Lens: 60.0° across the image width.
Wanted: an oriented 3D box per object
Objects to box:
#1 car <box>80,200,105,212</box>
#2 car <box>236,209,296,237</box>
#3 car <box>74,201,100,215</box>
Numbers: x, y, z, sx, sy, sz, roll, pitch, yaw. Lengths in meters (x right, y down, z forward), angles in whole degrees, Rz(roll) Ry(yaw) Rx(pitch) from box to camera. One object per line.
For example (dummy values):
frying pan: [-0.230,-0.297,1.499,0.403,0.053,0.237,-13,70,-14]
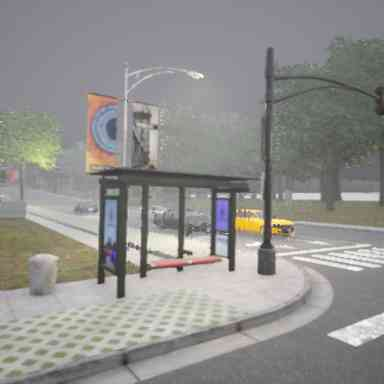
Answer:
car: [-14.597,2.018,48.569,2.128,1.511,4.902,2,-1,-33]
car: [3.951,1.815,20.228,1.882,1.535,5.008,2,-2,-33]
car: [-12.711,1.886,39.672,2.128,1.511,4.902,2,-2,-33]
